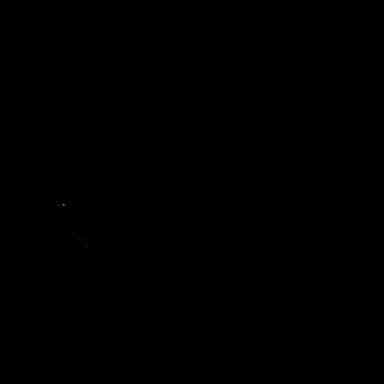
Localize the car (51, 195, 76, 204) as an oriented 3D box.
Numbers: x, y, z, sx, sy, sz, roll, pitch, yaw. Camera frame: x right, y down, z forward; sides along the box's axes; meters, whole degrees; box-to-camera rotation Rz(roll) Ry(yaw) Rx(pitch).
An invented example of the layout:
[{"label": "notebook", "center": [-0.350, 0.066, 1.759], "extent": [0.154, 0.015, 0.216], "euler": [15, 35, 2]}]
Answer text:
[{"label": "car", "center": [-22.499, 1.238, 58.450], "extent": [1.837, 1.490, 4.892], "euler": [0, 1, 8]}]

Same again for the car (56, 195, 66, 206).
[{"label": "car", "center": [-20.266, 1.332, 47.713], "extent": [2.128, 1.511, 4.902], "euler": [0, 1, 8]}]
